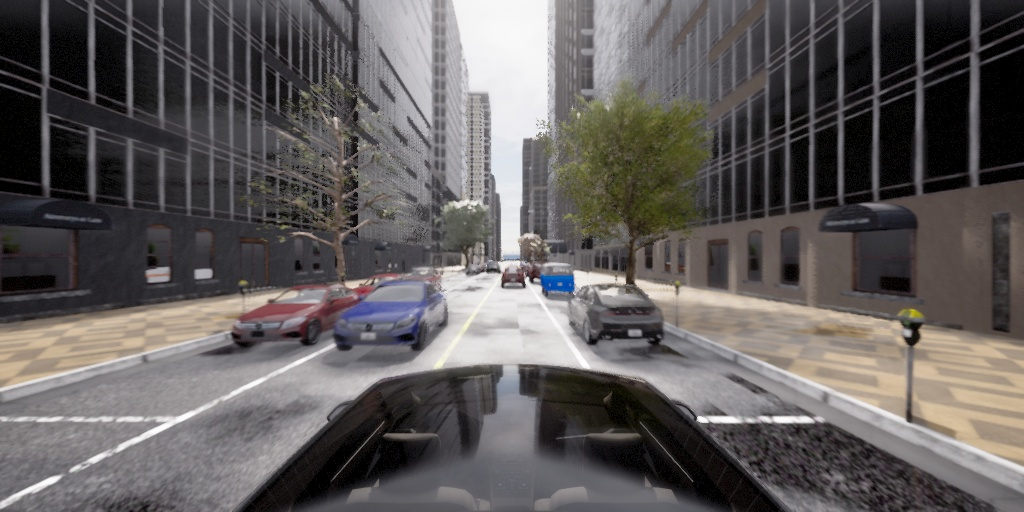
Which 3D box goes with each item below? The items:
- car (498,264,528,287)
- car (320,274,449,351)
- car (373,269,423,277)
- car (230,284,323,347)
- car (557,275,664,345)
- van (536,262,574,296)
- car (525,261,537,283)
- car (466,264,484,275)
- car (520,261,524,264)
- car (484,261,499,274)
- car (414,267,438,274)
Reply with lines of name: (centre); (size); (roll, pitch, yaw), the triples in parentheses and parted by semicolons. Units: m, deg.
car: (0.085, 1.577, 28.009); (1.812, 1.442, 4.674); (0, -1, 0)
car: (-2.840, 1.363, 9.431); (1.812, 1.442, 4.674); (0, -1, 0)
car: (-5.321, 1.449, 15.248); (1.888, 1.381, 4.507); (0, 0, 0)
car: (-5.318, 1.422, 9.598); (1.802, 1.307, 4.207); (0, 0, 0)
car: (2.563, 1.391, 9.631); (2.007, 1.370, 4.403); (0, 0, 0)
van: (2.561, 1.310, 20.927); (1.690, 1.789, 3.998); (0, 0, 0)
car: (2.559, 1.415, 32.224); (2.192, 1.841, 5.009); (0, 0, 0)
car: (-5.325, 1.846, 49.136); (2.007, 1.370, 4.403); (0, 0, 0)
car: (0.084, 1.697, 42.592); (1.882, 1.535, 5.008); (0, -1, 0)
car: (-2.773, 1.704, 54.139); (2.097, 1.767, 4.553); (0, -1, 0)
car: (-5.320, 1.409, 20.895); (1.967, 1.591, 4.097); (0, 0, 0)
